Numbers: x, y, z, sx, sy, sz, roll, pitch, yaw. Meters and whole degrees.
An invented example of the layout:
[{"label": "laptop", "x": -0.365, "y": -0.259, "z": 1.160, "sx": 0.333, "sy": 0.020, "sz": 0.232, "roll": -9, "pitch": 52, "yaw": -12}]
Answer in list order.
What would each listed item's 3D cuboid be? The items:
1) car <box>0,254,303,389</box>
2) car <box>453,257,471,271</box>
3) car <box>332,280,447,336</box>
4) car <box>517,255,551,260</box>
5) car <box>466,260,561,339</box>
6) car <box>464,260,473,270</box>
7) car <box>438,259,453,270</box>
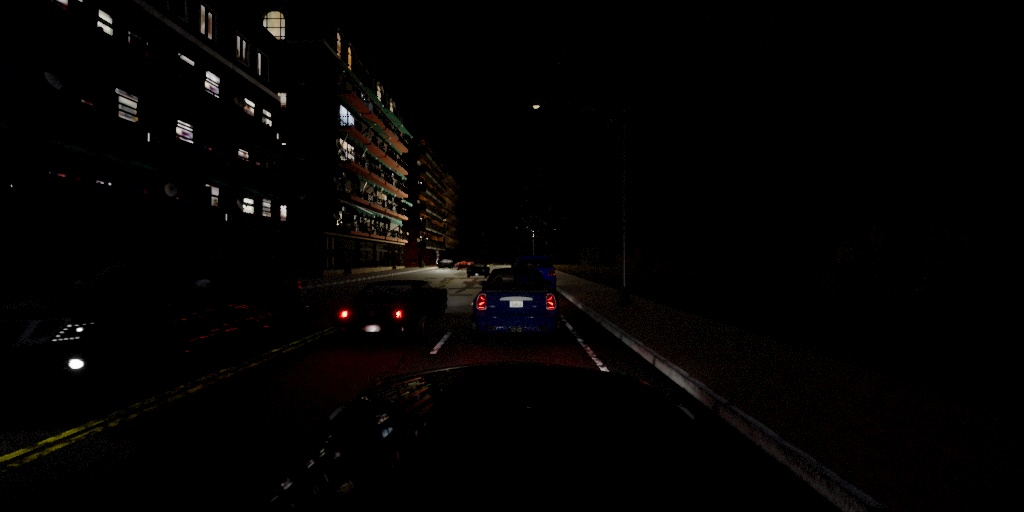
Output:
[{"label": "car", "x": -6.603, "y": 0.972, "z": 7.201, "sx": 2.150, "sy": 2.045, "sz": 5.566, "roll": 0, "pitch": 0, "yaw": 0}, {"label": "car", "x": -6.594, "y": 1.103, "z": 50.533, "sx": 2.097, "sy": 1.767, "sz": 4.553, "roll": 0, "pitch": 0, "yaw": 0}, {"label": "car", "x": -3.153, "y": 1.352, "z": 10.350, "sx": 1.895, "sy": 1.301, "sz": 4.718, "roll": 0, "pitch": 0, "yaw": 0}, {"label": "car", "x": 1.136, "y": 0.977, "z": 19.768, "sx": 2.150, "sy": 2.045, "sz": 5.566, "roll": 0, "pitch": 0, "yaw": 0}, {"label": "car", "x": 0.097, "y": 1.103, "z": 10.193, "sx": 2.097, "sy": 1.767, "sz": 4.553, "roll": 0, "pitch": 0, "yaw": 0}, {"label": "car", "x": -3.148, "y": 1.353, "z": 34.444, "sx": 1.895, "sy": 1.301, "sz": 4.718, "roll": 0, "pitch": 0, "yaw": 0}, {"label": "car", "x": -9.840, "y": 1.242, "z": 53.717, "sx": 2.128, "sy": 1.511, "sz": 4.902, "roll": 0, "pitch": 0, "yaw": 0}]
